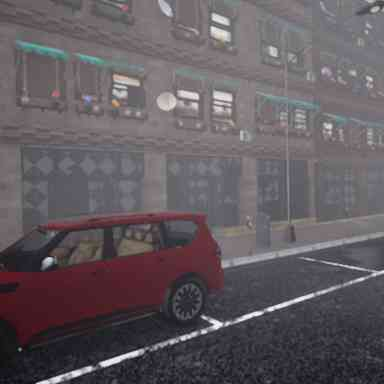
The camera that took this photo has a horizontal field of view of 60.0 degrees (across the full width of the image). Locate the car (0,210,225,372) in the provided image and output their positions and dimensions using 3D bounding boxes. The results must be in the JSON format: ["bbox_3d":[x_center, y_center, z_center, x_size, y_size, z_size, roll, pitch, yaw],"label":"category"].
[{"bbox_3d":[-1.723,1.292,5.373,5.009,1.841,2.192,-1,0,-36],"label":"car"}]
